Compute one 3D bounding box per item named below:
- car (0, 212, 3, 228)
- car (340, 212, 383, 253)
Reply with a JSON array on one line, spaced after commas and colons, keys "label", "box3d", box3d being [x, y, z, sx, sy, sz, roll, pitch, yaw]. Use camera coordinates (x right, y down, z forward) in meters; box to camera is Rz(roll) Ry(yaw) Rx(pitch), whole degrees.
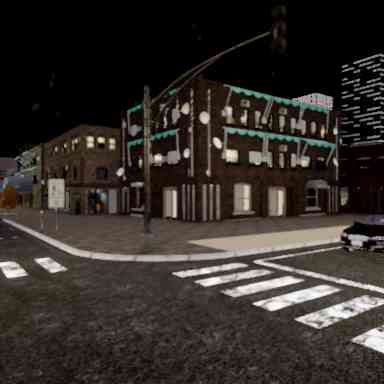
[{"label": "car", "box3d": [-14.698, 1.827, 23.832, 2.008, 1.369, 4.403, -1, 0, -35]}, {"label": "car", "box3d": [7.872, 1.585, 13.290, 4.902, 1.511, 2.128, 0, 0, -36]}]
